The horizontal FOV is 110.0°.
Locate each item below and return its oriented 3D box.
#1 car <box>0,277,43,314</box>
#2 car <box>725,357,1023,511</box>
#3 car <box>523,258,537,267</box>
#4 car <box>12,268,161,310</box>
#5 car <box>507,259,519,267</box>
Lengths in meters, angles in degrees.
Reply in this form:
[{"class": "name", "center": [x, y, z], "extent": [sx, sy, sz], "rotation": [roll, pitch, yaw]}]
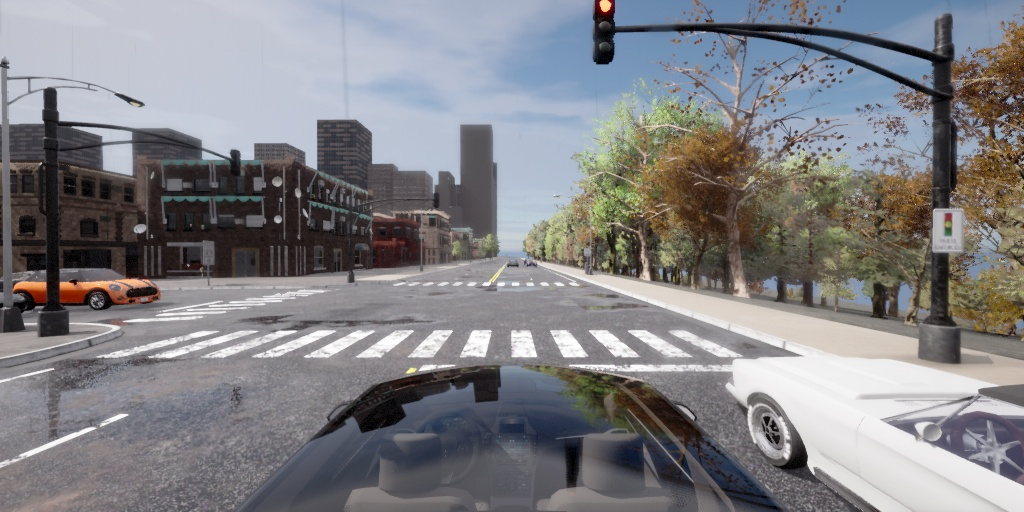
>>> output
[{"class": "car", "center": [-19.936, 1.565, 12.562], "extent": [4.313, 1.339, 1.948], "rotation": [0, 0, 0]}, {"class": "car", "center": [3.350, 1.351, 1.913], "extent": [1.895, 1.301, 4.718], "rotation": [0, 0, 0]}, {"class": "car", "center": [3.420, 1.327, 63.698], "extent": [1.895, 1.301, 4.718], "rotation": [0, 0, 0]}, {"class": "car", "center": [-17.966, 1.301, 15.296], "extent": [4.553, 1.767, 2.097], "rotation": [-1, 1, -1]}, {"class": "car", "center": [0.158, 1.290, 63.420], "extent": [1.994, 1.385, 4.181], "rotation": [0, 0, 1]}]
